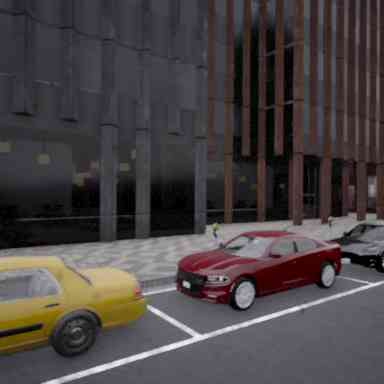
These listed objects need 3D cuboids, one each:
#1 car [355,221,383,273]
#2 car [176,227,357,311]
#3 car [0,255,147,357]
[{"bbox_3d":[6.315,1.683,11.148,4.313,1.339,1.947,1,0,-35],"label":"car"},{"bbox_3d":[1.726,1.604,7.877,4.507,1.381,1.887,1,0,-35],"label":"car"},{"bbox_3d":[-3.002,1.526,4.507,4.829,1.417,1.752,1,0,-35],"label":"car"}]
